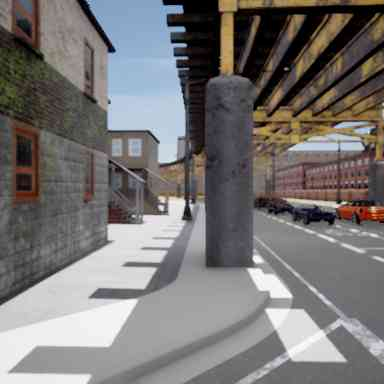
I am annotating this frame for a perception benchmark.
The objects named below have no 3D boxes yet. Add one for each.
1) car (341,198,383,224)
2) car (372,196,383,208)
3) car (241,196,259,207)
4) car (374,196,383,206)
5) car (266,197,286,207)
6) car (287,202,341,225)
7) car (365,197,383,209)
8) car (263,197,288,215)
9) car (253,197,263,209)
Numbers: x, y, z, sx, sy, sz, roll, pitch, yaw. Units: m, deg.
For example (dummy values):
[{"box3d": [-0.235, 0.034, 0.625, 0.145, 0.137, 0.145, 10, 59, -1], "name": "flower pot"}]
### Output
[{"box3d": [12.244, 1.318, 24.365, 2.097, 1.767, 4.553, 0, 0, 3], "name": "car"}, {"box3d": [27.337, 1.383, 45.721, 4.974, 1.542, 2.038, 0, 0, -28], "name": "car"}, {"box3d": [9.116, 1.472, 52.604, 1.812, 1.442, 4.674, 0, 0, -5], "name": "car"}, {"box3d": [27.382, 1.226, 45.746, 4.536, 1.218, 1.853, 0, 0, -28], "name": "car"}, {"box3d": [12.984, 1.468, 51.818, 1.812, 1.442, 4.674, 0, 0, -1], "name": "car"}, {"box3d": [8.561, 1.571, 23.796, 1.895, 1.301, 4.718, 0, 0, 2], "name": "car"}, {"box3d": [25.122, 1.388, 42.718, 4.974, 1.542, 2.038, 0, 0, 32], "name": "car"}, {"box3d": [8.954, 1.509, 33.810, 2.033, 1.411, 5.357, 0, 0, 2], "name": "car"}, {"box3d": [9.284, 1.458, 43.538, 1.837, 1.490, 4.892, 0, 0, 2], "name": "car"}]
